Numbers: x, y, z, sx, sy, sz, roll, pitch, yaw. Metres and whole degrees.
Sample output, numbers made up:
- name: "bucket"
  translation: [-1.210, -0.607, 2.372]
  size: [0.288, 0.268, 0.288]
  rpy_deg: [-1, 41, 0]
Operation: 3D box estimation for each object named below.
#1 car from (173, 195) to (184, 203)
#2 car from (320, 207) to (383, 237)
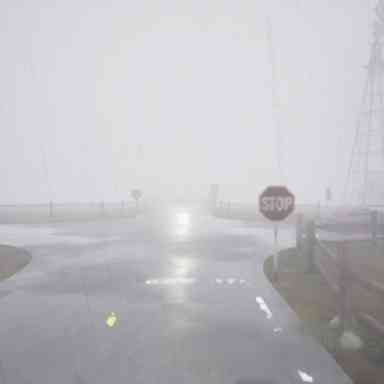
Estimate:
- name: "car"
  translation: [-2.819, 1.303, 68.841]
  size: [2.097, 1.767, 4.553]
  rpy_deg: [0, -1, 0]
- name: "car"
  translation: [8.811, 1.466, 16.960]
  size: [4.181, 1.385, 1.994]
  rpy_deg: [0, 1, 0]
